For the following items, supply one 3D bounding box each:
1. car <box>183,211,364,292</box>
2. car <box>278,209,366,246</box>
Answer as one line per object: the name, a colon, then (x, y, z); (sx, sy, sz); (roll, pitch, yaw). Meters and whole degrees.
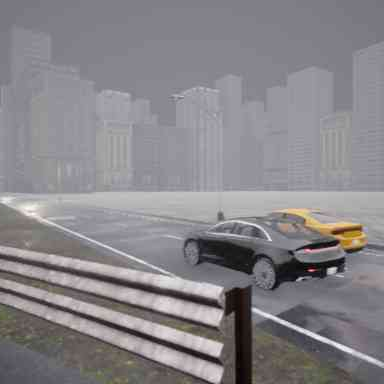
car: (1.548, 1.397, 8.868); (2.128, 1.511, 4.902); (-1, 0, -33)
car: (3.604, 1.352, 12.126); (1.882, 1.535, 5.008); (-1, 0, -33)
